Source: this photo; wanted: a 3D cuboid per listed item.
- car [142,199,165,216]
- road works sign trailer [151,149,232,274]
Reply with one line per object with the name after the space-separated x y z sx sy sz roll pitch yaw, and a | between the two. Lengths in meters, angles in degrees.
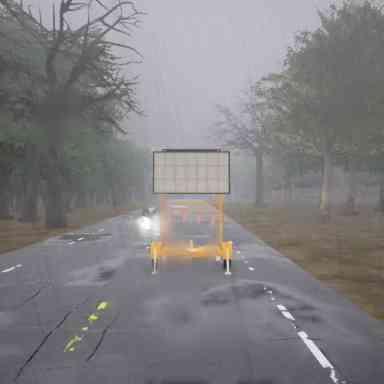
-3.657 1.443 32.248 2.128 1.511 4.902 0 0 0 | car
-0.017 0.458 10.486 2.380 3.560 2.880 0 0 0 | road works sign trailer
